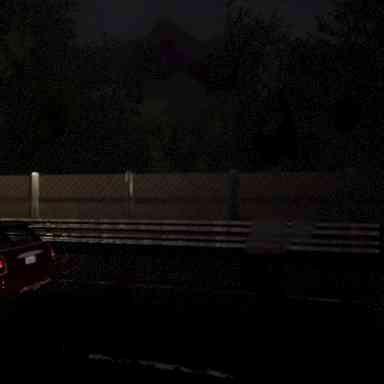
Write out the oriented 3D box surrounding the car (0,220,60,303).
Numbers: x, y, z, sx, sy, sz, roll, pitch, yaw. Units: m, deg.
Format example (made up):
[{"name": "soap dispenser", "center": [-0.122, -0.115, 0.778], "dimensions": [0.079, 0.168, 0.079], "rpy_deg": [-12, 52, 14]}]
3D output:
[{"name": "car", "center": [-5.380, 1.419, 7.295], "dimensions": [4.553, 1.767, 2.097], "rpy_deg": [0, 0, 13]}]
